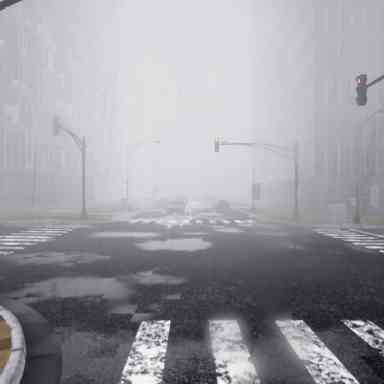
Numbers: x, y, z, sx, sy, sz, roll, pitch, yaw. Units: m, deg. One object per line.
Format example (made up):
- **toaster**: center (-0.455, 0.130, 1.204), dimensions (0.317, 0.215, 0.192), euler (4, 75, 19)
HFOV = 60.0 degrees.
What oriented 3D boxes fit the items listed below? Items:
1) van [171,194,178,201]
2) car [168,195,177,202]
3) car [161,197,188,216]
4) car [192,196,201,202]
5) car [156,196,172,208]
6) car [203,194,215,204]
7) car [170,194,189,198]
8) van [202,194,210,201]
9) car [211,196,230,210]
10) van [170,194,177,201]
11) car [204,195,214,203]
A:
- **van**: center (-4.475, 1.315, 85.981), dimensions (1.690, 1.788, 3.998), euler (0, 0, 0)
- **car**: center (-4.391, 1.426, 74.927), dimensions (1.967, 1.590, 4.097), euler (0, 0, 0)
- **car**: center (-1.610, 1.564, 33.187), dimensions (2.033, 1.411, 5.357), euler (0, 0, 0)
- **car**: center (0.942, 1.512, 73.102), dimensions (1.812, 1.442, 4.674), euler (0, 0, 0)
- **car**: center (-4.183, 1.592, 47.289), dimensions (1.802, 1.307, 4.206), euler (0, 0, 0)
- **car**: center (3.572, 1.313, 63.930), dimensions (2.192, 1.841, 5.009), euler (0, 0, 0)
- **car**: center (-1.726, 1.502, 49.247), dimensions (2.128, 1.511, 4.902), euler (0, 0, 0)
- **van**: center (3.447, 1.321, 80.513), dimensions (1.690, 1.788, 3.998), euler (0, 0, 0)
- **car**: center (3.788, 1.579, 41.822), dimensions (1.947, 1.339, 4.313), euler (0, 0, 0)
- **van**: center (-4.433, 1.321, 80.454), dimensions (1.690, 1.788, 3.998), euler (0, 0, 0)
- **car**: center (3.531, 1.432, 69.459), dimensions (1.967, 1.590, 4.097), euler (0, 0, 0)
